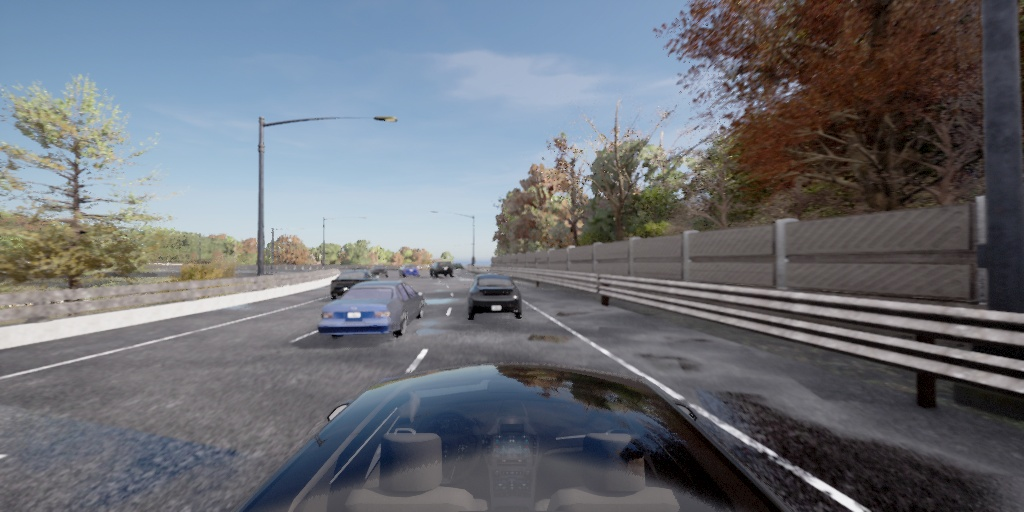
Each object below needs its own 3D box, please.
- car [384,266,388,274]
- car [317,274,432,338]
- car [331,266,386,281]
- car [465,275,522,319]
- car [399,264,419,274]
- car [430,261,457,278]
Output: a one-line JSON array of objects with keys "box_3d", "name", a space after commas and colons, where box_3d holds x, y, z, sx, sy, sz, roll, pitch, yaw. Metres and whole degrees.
[{"box_3d": [-17.801, 2.063, 47.959, 1.837, 1.490, 4.892, 0, -1, -25], "name": "car"}, {"box_3d": [-3.894, 1.458, 10.825, 2.033, 1.411, 5.357, 0, -1, -5], "name": "car"}, {"box_3d": [-8.843, 1.566, 20.648, 1.882, 1.535, 5.008, 0, -1, -10], "name": "car"}, {"box_3d": [-0.763, 1.447, 13.849, 1.837, 1.490, 4.892, 0, -1, -6], "name": "car"}, {"box_3d": [-13.538, 1.874, 47.033, 2.097, 1.767, 4.553, 0, -1, -24], "name": "car"}, {"box_3d": [-9.041, 1.700, 45.675, 2.150, 2.045, 5.566, 0, -1, -22], "name": "car"}]
